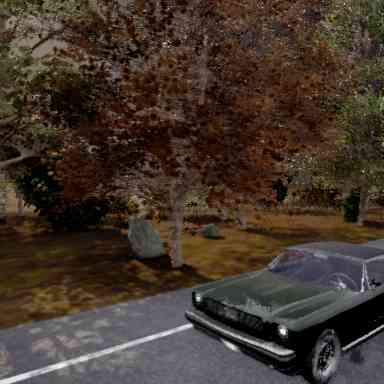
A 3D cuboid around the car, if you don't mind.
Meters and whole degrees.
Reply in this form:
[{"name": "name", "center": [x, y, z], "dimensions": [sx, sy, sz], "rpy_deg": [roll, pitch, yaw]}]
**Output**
[{"name": "car", "center": [2.208, 1.597, 5.523], "dimensions": [4.718, 1.301, 1.895], "rpy_deg": [0, 0, -39]}]
